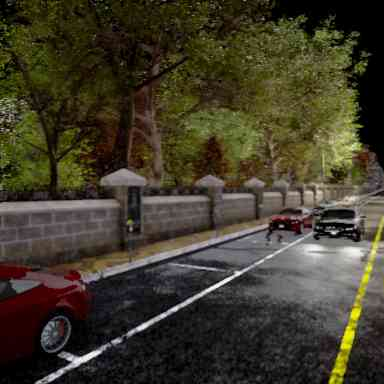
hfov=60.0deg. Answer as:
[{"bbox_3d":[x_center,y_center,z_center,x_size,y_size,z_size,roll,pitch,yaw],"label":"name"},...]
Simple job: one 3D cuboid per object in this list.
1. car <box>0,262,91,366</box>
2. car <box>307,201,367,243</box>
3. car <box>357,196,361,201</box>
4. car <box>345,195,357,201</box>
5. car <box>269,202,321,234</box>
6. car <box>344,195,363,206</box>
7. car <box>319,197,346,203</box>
[{"bbox_3d":[-3.147,1.619,3.995,1.802,1.307,4.206,0,0,31],"label":"car"},{"bbox_3d":[7.039,1.401,15.693,1.837,1.490,4.892,-1,0,31],"label":"car"},{"bbox_3d":[20.322,1.222,42.931,2.008,1.369,4.403,0,0,31],"label":"car"},{"bbox_3d":[17.300,1.248,37.917,1.752,1.417,4.829,0,0,31],"label":"car"},{"bbox_3d":[5.654,1.454,18.595,1.887,1.381,4.507,0,0,31],"label":"car"},{"bbox_3d":[23.255,1.172,47.798,2.008,1.369,4.403,0,0,31],"label":"car"},{"bbox_3d":[11.521,1.369,28.330,2.008,1.369,4.403,0,0,31],"label":"car"}]
